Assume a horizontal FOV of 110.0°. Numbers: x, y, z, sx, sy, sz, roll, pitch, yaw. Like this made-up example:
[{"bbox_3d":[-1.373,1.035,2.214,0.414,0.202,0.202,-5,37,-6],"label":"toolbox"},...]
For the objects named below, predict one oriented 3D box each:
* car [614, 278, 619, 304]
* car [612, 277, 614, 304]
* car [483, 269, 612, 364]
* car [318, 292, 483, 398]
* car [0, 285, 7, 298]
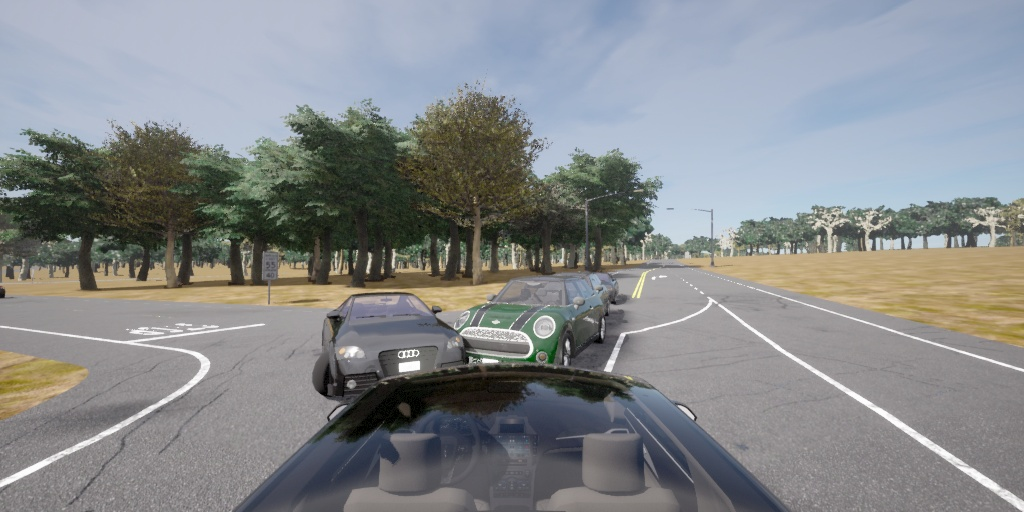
[{"bbox_3d":[4.218,1.509,17.854,1.994,1.385,4.181,-1,0,19],"label":"car"},{"bbox_3d":[2.025,1.344,12.127,2.097,1.767,4.553,-1,-1,21],"label":"car"},{"bbox_3d":[0.618,1.218,7.814,2.097,1.767,4.553,-1,-2,26],"label":"car"},{"bbox_3d":[-2.354,1.376,6.609,1.994,1.385,4.181,1,-2,-29],"label":"car"},{"bbox_3d":[-40.859,2.562,27.373,4.181,1.385,1.994,-2,-3,22],"label":"car"}]
